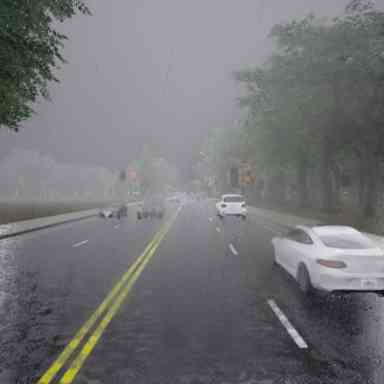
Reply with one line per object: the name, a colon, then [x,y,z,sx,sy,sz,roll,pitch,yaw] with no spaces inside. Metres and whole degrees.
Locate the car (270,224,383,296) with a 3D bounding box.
car: [3.326,1.537,8.548,1.812,1.442,4.674,0,0,0]

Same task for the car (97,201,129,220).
car: [-6.652,1.528,28.397,2.128,1.511,4.902,0,0,0]

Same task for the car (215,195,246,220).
car: [3.293,1.258,28.837,2.150,2.045,5.566,0,0,0]

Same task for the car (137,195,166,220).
car: [-3.403,1.388,28.470,2.097,1.767,4.553,0,0,0]

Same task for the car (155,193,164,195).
car: [-6.772,1.305,69.010,2.150,2.045,5.566,0,0,0]

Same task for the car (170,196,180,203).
car: [-3.522,1.604,69.065,1.812,1.442,4.674,0,0,0]
